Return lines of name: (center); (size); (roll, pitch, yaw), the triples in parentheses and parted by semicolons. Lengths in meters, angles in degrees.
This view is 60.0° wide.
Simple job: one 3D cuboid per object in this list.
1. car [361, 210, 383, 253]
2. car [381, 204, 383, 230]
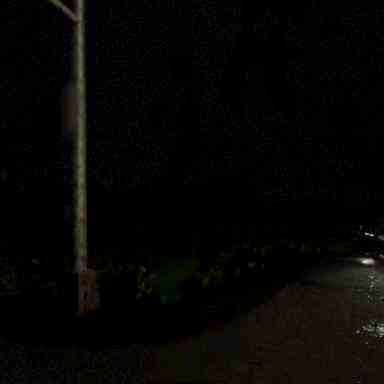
car: (8.057, 1.518, 13.390); (2.128, 1.511, 4.902); (-1, 0, 33)
car: (13.468, 1.565, 21.639); (1.812, 1.442, 4.674); (-1, 0, 33)
